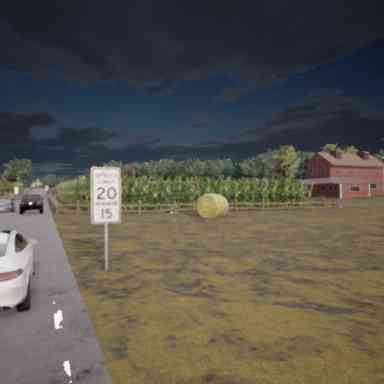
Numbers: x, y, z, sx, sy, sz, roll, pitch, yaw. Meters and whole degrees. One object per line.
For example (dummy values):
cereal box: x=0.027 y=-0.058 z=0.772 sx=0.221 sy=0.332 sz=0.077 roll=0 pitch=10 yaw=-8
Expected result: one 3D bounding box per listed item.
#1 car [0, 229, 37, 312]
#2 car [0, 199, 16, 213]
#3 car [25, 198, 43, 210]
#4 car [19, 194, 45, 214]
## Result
car: x=-4.442 y=1.527 z=7.157 sx=1.812 sy=1.442 sz=4.674 roll=0 pitch=0 yaw=-24
car: x=-20.803 y=1.550 z=37.012 sx=1.812 sy=1.442 sz=4.674 roll=0 pitch=0 yaw=-24
car: x=-21.177 y=1.553 z=44.624 sx=2.033 sy=1.411 sz=5.357 roll=0 pitch=0 yaw=-24
car: x=-16.932 y=1.233 z=35.229 sx=2.150 sy=2.045 sz=5.566 roll=0 pitch=0 yaw=-23
